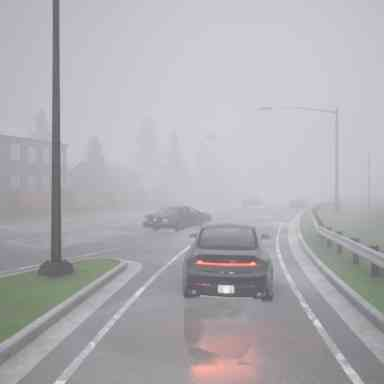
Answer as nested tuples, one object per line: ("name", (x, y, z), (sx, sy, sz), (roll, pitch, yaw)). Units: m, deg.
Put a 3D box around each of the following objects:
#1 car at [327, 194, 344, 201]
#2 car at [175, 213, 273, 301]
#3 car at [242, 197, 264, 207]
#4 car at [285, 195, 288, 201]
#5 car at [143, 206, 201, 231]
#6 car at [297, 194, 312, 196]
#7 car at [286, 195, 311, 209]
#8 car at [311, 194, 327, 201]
("car", (34.066, 1.337, 78.834), (2.097, 1.767, 4.553), (0, 0, 31))
("car", (0.928, 1.503, 8.388), (1.837, 1.490, 4.892), (0, 0, 7))
("car", (9.397, 1.536, 50.858), (2.033, 1.411, 5.357), (0, 0, 31))
("car", (24.844, 1.459, 83.869), (1.882, 1.535, 5.008), (0, 0, 31))
("car", (-0.713, 1.543, 20.146), (2.033, 1.411, 5.357), (0, 0, 31))
("car", (28.050, 1.336, 82.413), (2.097, 1.767, 4.553), (0, 0, 31))
("car", (14.829, 1.516, 46.125), (1.812, 1.442, 4.674), (0, 0, 30))
("car", (30.860, 1.459, 80.291), (1.882, 1.535, 5.008), (0, 0, 31))
